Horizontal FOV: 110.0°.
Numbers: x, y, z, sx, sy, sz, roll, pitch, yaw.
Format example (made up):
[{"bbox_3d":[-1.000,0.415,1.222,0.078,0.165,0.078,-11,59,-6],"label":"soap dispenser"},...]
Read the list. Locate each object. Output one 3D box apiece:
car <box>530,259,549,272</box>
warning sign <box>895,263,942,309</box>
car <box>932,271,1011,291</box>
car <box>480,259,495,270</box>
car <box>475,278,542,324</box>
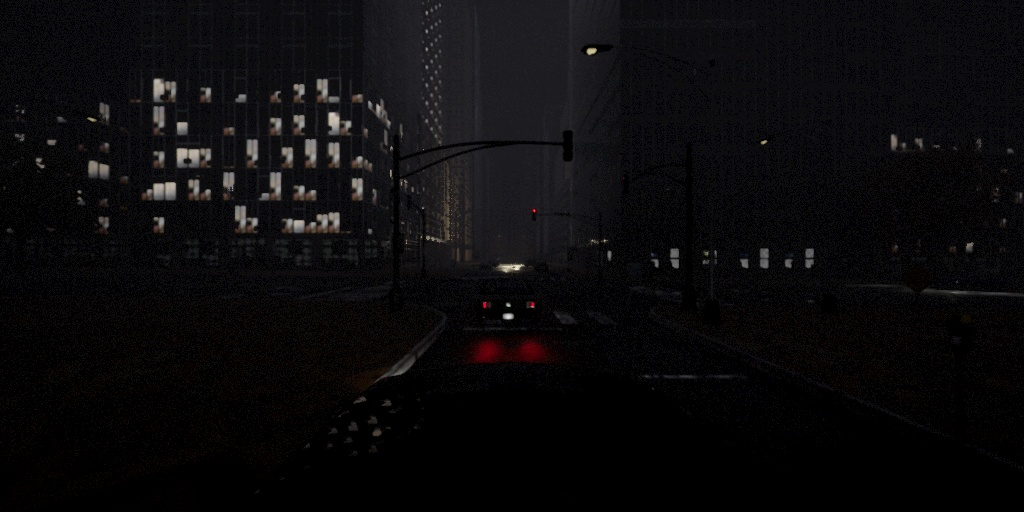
[{"bbox_3d":[3.978,1.440,49.107,1.948,1.339,4.313,0,0,0],"label":"car"},{"bbox_3d":[17.292,1.239,15.291,1.060,1.860,1.300,0,0,-3],"label":"warning sign"},{"bbox_3d":[36.932,1.984,28.885,5.008,1.535,1.882,1,0,-2],"label":"car"},{"bbox_3d":[-3.970,1.465,54.607,1.802,1.307,4.207,0,0,0],"label":"car"},{"bbox_3d":[-0.243,1.380,12.033,1.895,1.301,4.718,0,0,-4],"label":"car"}]
